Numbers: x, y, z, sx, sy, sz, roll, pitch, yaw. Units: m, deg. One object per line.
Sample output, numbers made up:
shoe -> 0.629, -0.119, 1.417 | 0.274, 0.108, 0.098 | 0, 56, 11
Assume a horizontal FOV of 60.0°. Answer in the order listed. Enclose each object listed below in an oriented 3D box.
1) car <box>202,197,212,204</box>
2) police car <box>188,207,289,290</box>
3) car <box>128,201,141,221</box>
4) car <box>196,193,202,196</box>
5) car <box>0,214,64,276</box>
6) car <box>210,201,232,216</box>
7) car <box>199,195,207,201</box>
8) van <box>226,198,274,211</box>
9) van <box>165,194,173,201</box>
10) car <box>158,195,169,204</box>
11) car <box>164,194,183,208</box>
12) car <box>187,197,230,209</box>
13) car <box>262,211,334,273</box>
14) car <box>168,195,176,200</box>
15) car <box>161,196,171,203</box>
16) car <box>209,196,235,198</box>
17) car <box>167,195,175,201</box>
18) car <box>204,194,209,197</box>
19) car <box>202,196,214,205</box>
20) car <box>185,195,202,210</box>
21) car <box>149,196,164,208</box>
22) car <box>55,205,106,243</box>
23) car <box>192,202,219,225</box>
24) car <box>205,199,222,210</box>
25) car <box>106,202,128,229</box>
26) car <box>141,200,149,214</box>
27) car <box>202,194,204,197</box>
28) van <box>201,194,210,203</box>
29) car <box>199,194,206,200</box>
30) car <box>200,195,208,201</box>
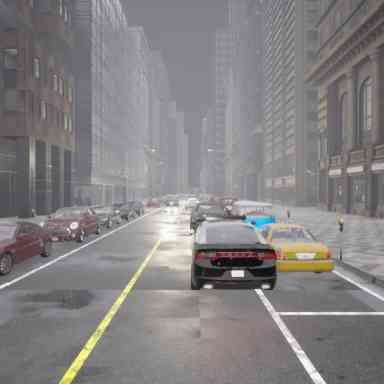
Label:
car -> 2.877, 1.609, 66.273 | 1.802, 1.307, 4.206 | 0, 0, 0
police car -> 0.915, 1.425, 9.209 | 1.930, 1.638, 5.238 | 0, 0, 0
car -> -5.718, 1.569, 27.063 | 1.947, 1.339, 4.313 | 0, 0, 0
car -> 0.100, 1.372, 55.801 | 2.097, 1.767, 4.553 | 0, 0, 0
car -> -5.748, 1.582, 10.257 | 1.802, 1.307, 4.206 | 0, 0, 0
car -> 2.817, 1.588, 32.663 | 1.802, 1.307, 4.206 | 0, 0, 0
car -> 2.916, 1.587, 88.681 | 1.887, 1.381, 4.507 | 0, 0, 0
van -> 2.786, 1.342, 15.858 | 1.690, 1.788, 3.998 | 0, 0, 0
van -> -5.620, 1.379, 83.085 | 1.690, 1.788, 3.998 | 0, 0, 0
car -> -5.649, 1.467, 66.278 | 1.967, 1.590, 4.097 | 0, 0, 0
car -> -2.912, 1.507, 49.997 | 2.128, 1.511, 4.902 | 0, 0, 0
car -> 0.932, 1.352, 19.070 | 2.097, 1.767, 4.553 | 0, 0, 0
car -> 2.777, 1.525, 10.426 | 1.752, 1.417, 4.829 | 0, 0, 0
car -> -5.599, 1.591, 94.289 | 1.887, 1.381, 4.507 | 0, 0, 0
car -> -5.639, 1.575, 71.880 | 1.887, 1.381, 4.507 | 0, 0, 0
car -> 2.806, 1.318, 27.061 | 2.192, 1.841, 5.009 | 0, 0, 0
car -> -5.609, 1.587, 88.687 | 1.887, 1.381, 4.507 | 0, 0, 0
car -> 2.826, 1.324, 38.264 | 2.192, 1.841, 5.009 | 0, 0, 0
car -> 2.866, 1.463, 60.671 | 1.967, 1.590, 4.097 | 0, 0, 0
car -> 0.100, 1.538, 43.717 | 1.812, 1.442, 4.674 | 0, 0, 1
car -> -5.679, 1.560, 49.472 | 1.887, 1.381, 4.507 | 0, 0, 0
car -> -5.738, 1.441, 15.859 | 1.967, 1.590, 4.097 | 0, 0, 0
car -> 0.944, 1.529, 25.100 | 1.812, 1.442, 4.674 | 0, 0, 0
car -> 2.837, 1.578, 43.866 | 1.947, 1.339, 4.313 | 0, 0, 0
car -> -5.728, 1.552, 21.462 | 2.008, 1.369, 4.403 | 0, 0, 0
car -> -5.708, 1.571, 32.665 | 1.947, 1.339, 4.313 | 0, 0, 0
car -> 2.846, 1.456, 49.468 | 1.967, 1.590, 4.097 | 0, 0, 0
van -> 2.886, 1.372, 71.874 | 1.690, 1.788, 3.998 | 0, 0, 0
car -> 2.926, 1.486, 94.282 | 1.967, 1.590, 4.097 | 0, 0, 0
car -> 2.906, 1.583, 83.078 | 1.887, 1.381, 4.507 | 0, 0, 0
